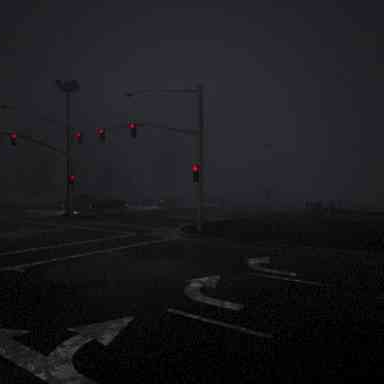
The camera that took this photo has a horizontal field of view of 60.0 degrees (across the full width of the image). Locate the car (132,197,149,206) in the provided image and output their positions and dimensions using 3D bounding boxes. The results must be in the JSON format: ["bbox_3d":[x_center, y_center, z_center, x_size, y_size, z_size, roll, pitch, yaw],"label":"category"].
[{"bbox_3d":[-7.584,1.526,54.005,1.812,1.442,4.674,0,0,35],"label":"car"}]

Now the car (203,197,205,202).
[{"bbox_3d":[3.282,1.601,69.374,1.895,1.301,4.718,0,0,35],"label":"car"}]

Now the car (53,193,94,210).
[{"bbox_3d":[-15.111,1.218,43.210,2.150,2.045,5.566,0,0,35],"label":"car"}]

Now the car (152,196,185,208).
[{"bbox_3d":[-3.162,1.601,48.116,1.895,1.301,4.718,0,0,35],"label":"car"}]

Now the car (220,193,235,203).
[{"bbox_3d":[6.810,1.224,68.307,2.150,2.045,5.566,0,0,36],"label":"car"}]

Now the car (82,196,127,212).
[{"bbox_3d":[-9.762,1.491,38.649,2.128,1.511,4.902,0,0,35],"label":"car"}]

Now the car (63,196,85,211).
[{"bbox_3d":[-12.500,1.547,40.844,2.033,1.411,5.357,0,0,35],"label":"car"}]

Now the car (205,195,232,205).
[{"bbox_3d":[4.806,1.600,59.502,1.895,1.301,4.718,0,0,35],"label":"car"}]

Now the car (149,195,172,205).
[{"bbox_3d":[-4.103,1.351,52.885,2.097,1.767,4.553,0,0,35],"label":"car"}]
